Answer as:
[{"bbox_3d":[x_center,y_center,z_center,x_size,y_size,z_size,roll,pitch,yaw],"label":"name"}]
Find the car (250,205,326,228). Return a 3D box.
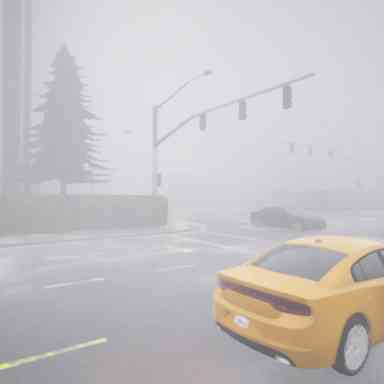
[{"bbox_3d":[5.766,1.573,20.463,1.882,1.535,5.008,0,0,-35],"label":"car"}]

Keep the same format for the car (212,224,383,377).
[{"bbox_3d":[2.642,1.498,5.668,5.008,1.535,1.882,0,0,-35],"label":"car"}]
